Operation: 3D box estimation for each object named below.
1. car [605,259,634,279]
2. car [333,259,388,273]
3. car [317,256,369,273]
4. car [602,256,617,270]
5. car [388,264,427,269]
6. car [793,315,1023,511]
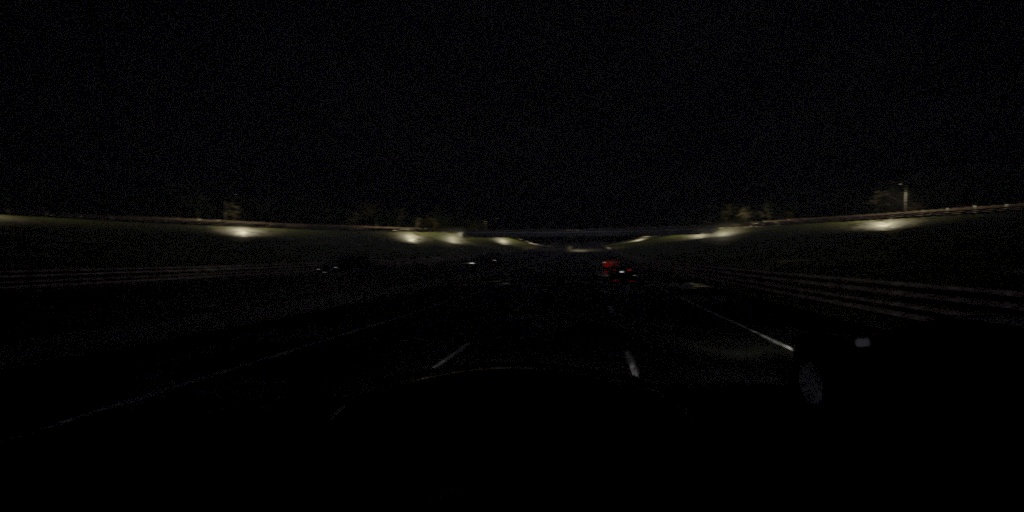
[{"bbox_3d":[9.644,1.279,32.017,1.994,1.385,4.181,0,0,13],"label":"car"},{"bbox_3d":[-12.364,1.302,30.433,2.128,1.511,4.902,0,0,13],"label":"car"},{"bbox_3d":[-15.318,1.029,33.237,2.150,2.045,5.566,0,0,13],"label":"car"},{"bbox_3d":[12.898,0.830,46.975,2.097,1.767,4.553,0,1,13],"label":"car"},{"bbox_3d":[-8.578,1.357,31.318,1.994,1.385,4.181,0,0,13],"label":"car"},{"bbox_3d":[4.442,1.225,2.917,1.882,1.535,5.008,0,0,12],"label":"car"}]
